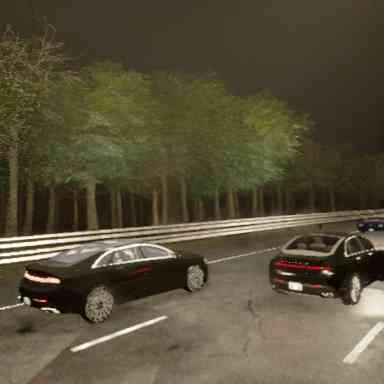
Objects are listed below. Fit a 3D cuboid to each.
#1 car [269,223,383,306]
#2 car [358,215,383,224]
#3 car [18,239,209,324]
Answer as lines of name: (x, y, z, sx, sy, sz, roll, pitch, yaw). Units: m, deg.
car: (3.875, 1.825, 8.978, 1.837, 1.490, 4.892, -4, -4, 43)
car: (13.769, 2.338, 24.224, 4.718, 1.301, 1.895, 1, -4, -45)
car: (-1.558, 1.921, 8.225, 2.128, 1.511, 4.902, -4, -3, 42)
